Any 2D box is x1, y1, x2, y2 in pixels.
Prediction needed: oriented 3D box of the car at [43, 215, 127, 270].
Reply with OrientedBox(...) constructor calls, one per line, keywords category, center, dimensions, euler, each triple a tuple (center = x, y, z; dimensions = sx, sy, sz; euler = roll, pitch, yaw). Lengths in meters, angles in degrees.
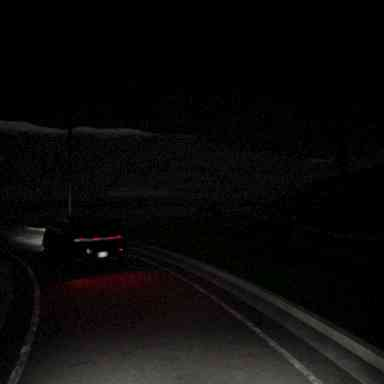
OrientedBox(category="car", center=(-3.805, 1.550, 11.402), dimensions=(2.128, 1.511, 4.902), euler=(0, 0, -32))
